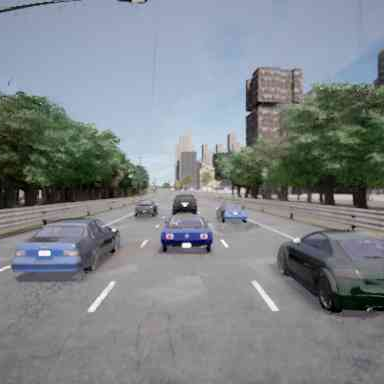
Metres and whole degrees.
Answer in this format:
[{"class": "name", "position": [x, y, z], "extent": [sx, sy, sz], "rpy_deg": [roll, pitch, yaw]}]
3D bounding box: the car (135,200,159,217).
[{"class": "car", "position": [-4.191, 1.486, 31.243], "extent": [2.128, 1.511, 4.902], "rpy_deg": [0, 0, -2]}]

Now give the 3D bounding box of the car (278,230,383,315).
[{"class": "car", "position": [3.404, 1.559, 7.670], "extent": [1.994, 1.385, 4.181], "rpy_deg": [0, 0, -1]}]

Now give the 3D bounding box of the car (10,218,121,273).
[{"class": "car", "position": [-3.652, 1.546, 10.631], "extent": [2.033, 1.411, 5.357], "rpy_deg": [0, 0, -1]}]

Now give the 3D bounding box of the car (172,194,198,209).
[{"class": "car", "position": [-0.664, 1.214, 30.423], "extent": [2.150, 2.045, 5.566], "rpy_deg": [0, 0, -2]}]

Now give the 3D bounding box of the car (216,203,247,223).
[{"class": "car", "position": [2.978, 1.538, 25.744], "extent": [2.033, 1.411, 5.357], "rpy_deg": [0, 0, -2]}]

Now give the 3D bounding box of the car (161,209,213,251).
[{"class": "car", "position": [-0.229, 1.596, 13.991], "extent": [1.895, 1.301, 4.718], "rpy_deg": [0, 0, -1]}]
